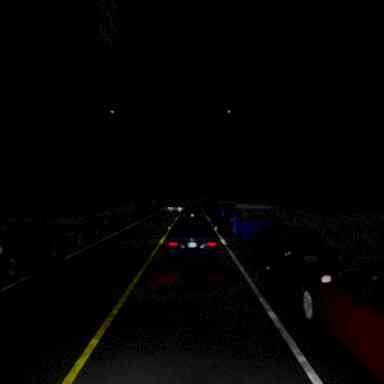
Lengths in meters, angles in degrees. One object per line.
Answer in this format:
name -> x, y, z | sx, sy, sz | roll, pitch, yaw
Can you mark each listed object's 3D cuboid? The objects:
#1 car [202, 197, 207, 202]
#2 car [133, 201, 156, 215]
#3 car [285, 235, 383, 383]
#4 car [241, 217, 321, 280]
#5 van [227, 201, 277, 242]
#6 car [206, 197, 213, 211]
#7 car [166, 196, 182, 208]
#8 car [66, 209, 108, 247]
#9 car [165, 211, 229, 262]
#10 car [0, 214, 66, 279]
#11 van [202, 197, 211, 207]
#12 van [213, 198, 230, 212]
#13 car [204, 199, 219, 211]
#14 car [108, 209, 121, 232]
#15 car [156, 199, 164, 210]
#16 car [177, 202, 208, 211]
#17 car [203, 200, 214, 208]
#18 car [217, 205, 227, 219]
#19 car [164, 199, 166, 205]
car -> 2.893, 1.724, 43.939 | 2.192, 1.841, 5.009 | 0, 0, 0
car -> -5.636, 1.903, 38.295 | 1.887, 1.381, 4.507 | 0, -1, 0
car -> 2.856, 1.587, 4.399 | 1.887, 1.381, 4.507 | 0, -1, 0
car -> 2.862, 1.661, 10.047 | 1.947, 1.339, 4.313 | 0, -1, 0
van -> 2.865, 1.489, 15.697 | 1.690, 1.788, 3.998 | 0, -1, 0
car -> 2.882, 1.622, 32.642 | 2.192, 1.841, 5.009 | 0, -1, 0
car -> -2.986, 1.771, 60.699 | 2.150, 2.045, 5.566 | 0, 0, 1
car -> -5.658, 1.699, 15.700 | 2.008, 1.369, 4.403 | 0, -1, 0
car -> 0.021, 1.666, 12.536 | 2.033, 1.411, 5.357 | 0, -1, 0
car -> -5.664, 1.535, 10.053 | 1.967, 1.590, 4.097 | 0, -1, 0
van -> 2.916, 1.937, 66.534 | 1.690, 1.788, 3.998 | 0, 0, 0
van -> 2.877, 1.595, 26.993 | 1.690, 1.788, 3.998 | 0, -1, 0
car -> 2.899, 1.898, 49.587 | 1.967, 1.590, 4.097 | 0, 0, 0
car -> -5.653, 1.783, 21.348 | 1.802, 1.307, 4.206 | 0, -1, 0
car -> -5.625, 2.040, 49.592 | 1.802, 1.307, 4.206 | 0, 0, 0
car -> 0.035, 1.807, 27.530 | 2.033, 1.411, 5.357 | 0, -1, 0
car -> 2.911, 2.133, 60.883 | 1.802, 1.307, 4.206 | 0, 0, 0
car -> 2.872, 1.746, 21.344 | 1.887, 1.381, 4.507 | 0, -1, 0
car -> -5.608, 2.162, 66.539 | 1.947, 1.339, 4.313 | 0, 0, 0
